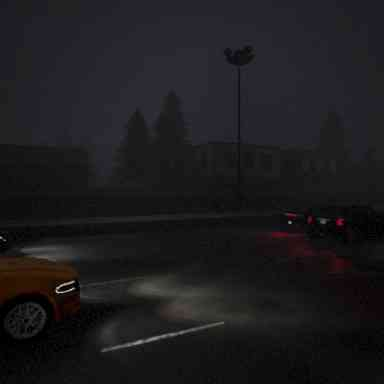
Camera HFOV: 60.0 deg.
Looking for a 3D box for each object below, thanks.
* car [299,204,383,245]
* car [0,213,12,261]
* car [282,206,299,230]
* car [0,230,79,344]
[{"bbox_3d":[7.554,1.329,15.495,4.553,1.767,2.097,0,0,-29],"label":"car"},{"bbox_3d":[-8.403,1.514,10.616,4.674,1.442,1.812,0,0,-29],"label":"car"},{"bbox_3d":[7.493,1.462,19.466,4.902,1.511,2.128,0,0,-29],"label":"car"},{"bbox_3d":[-4.284,1.472,4.898,5.008,1.535,1.882,0,0,-29],"label":"car"}]
